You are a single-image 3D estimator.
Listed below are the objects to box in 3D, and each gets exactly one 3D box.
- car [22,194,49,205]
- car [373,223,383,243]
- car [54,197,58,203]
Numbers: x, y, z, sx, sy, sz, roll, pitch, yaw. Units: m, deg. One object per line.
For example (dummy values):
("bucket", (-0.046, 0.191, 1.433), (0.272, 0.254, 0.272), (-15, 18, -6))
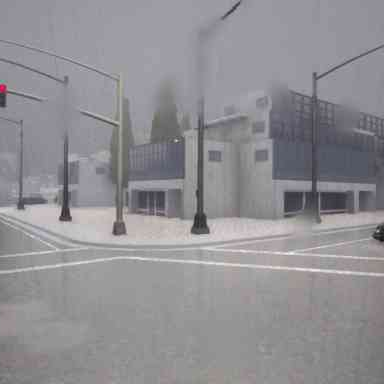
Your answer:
("car", (-25.753, 1.492, 54.688), (1.994, 1.385, 4.181), (0, 0, 26))
("car", (10.455, 1.596, 15.389), (5.357, 1.411, 2.033), (0, 0, -37))
("car", (-25.565, 1.453, 67.493), (1.837, 1.490, 4.892), (0, 0, 25))
